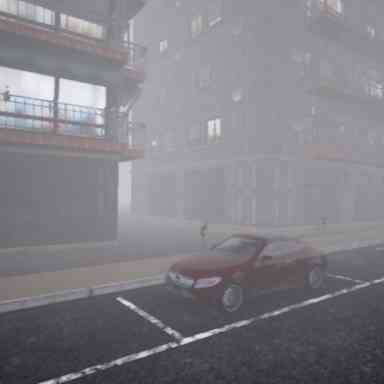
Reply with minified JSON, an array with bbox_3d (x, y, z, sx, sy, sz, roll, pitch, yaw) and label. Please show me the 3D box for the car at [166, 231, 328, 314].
[{"bbox_3d":[1.417,1.595,7.563,4.206,1.307,1.802,0,1,-36],"label":"car"}]
